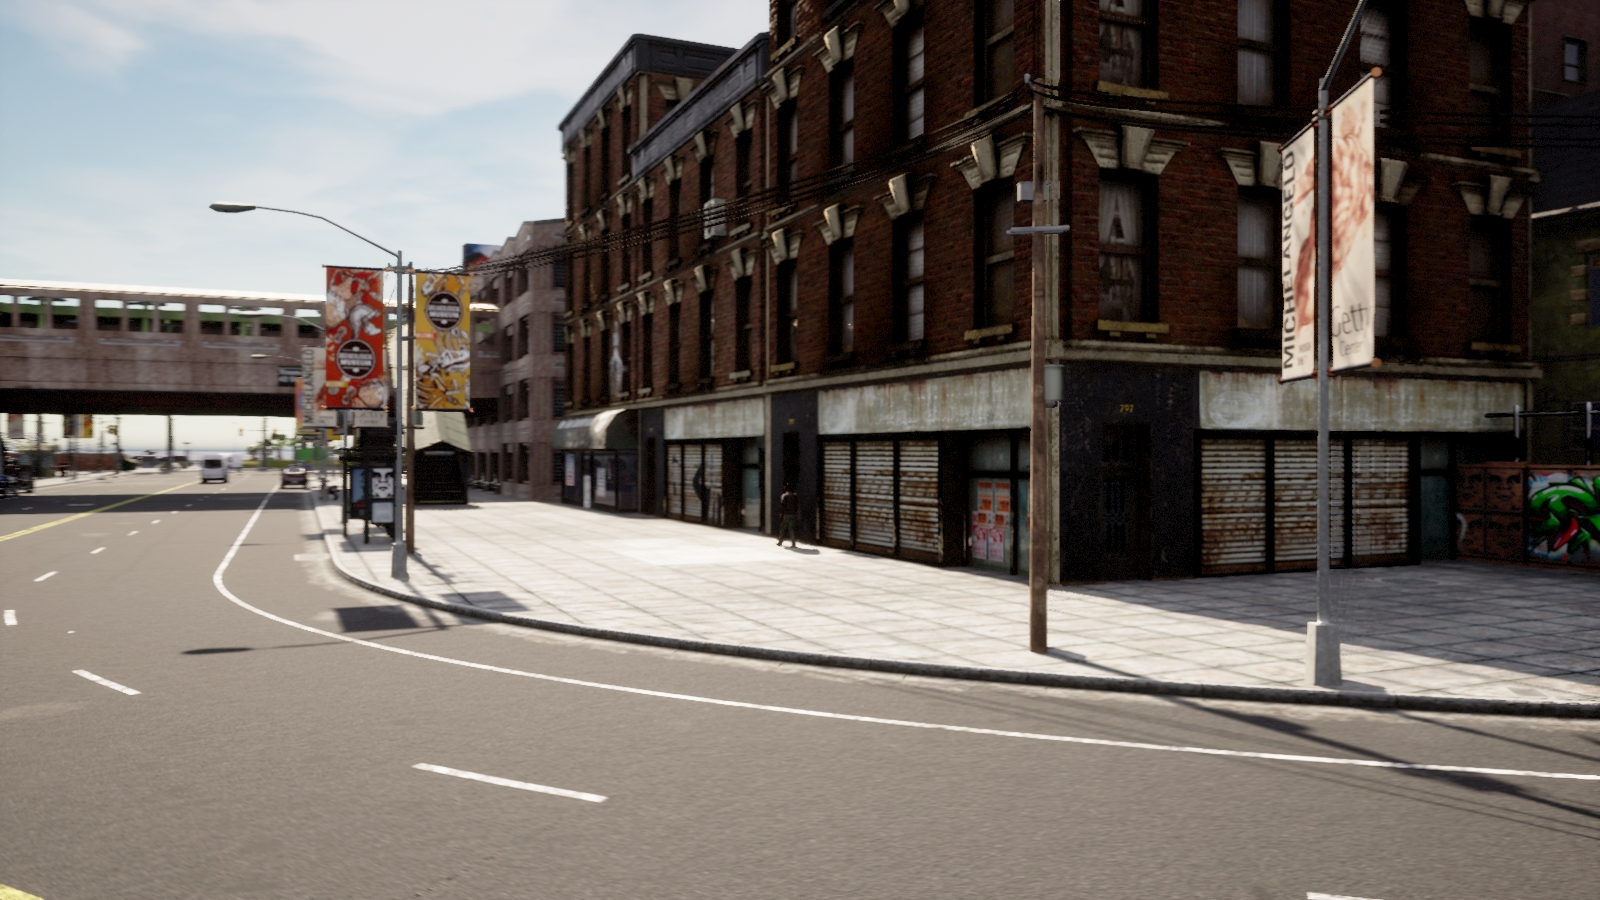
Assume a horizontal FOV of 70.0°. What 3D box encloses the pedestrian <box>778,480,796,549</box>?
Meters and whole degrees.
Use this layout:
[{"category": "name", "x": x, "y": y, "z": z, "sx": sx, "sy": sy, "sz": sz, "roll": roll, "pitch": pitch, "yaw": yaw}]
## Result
[{"category": "pedestrian", "x": -0.355, "y": 1.742, "z": 31.020, "sx": 0.375, "sy": 1.860, "sz": 0.375, "roll": 0, "pitch": 0, "yaw": -28}]
